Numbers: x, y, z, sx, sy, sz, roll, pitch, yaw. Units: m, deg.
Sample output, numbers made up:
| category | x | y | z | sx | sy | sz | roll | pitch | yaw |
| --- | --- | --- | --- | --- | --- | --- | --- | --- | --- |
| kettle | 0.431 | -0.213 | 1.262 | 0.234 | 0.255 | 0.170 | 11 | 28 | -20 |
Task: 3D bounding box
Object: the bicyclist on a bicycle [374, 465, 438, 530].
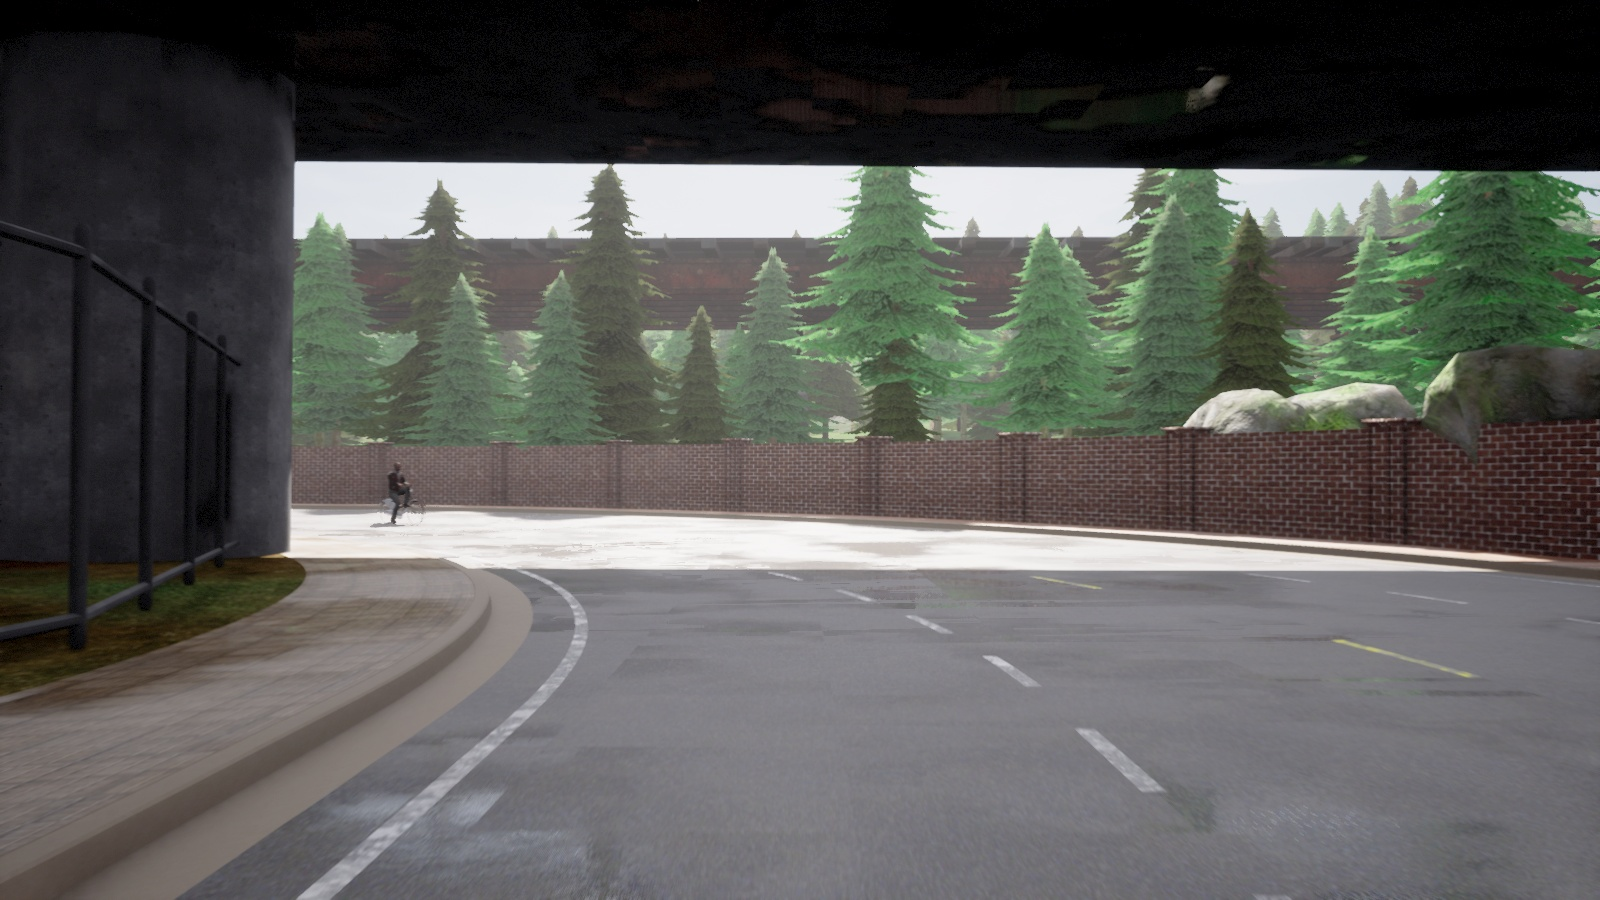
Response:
| category | x | y | z | sx | sy | sz | roll | pitch | yaw |
| --- | --- | --- | --- | --- | --- | --- | --- | --- | --- |
| bicyclist on a bicycle | -11.013 | 1.316 | 35.065 | 1.843 | 1.776 | 0.659 | -1 | -1 | 33 |
